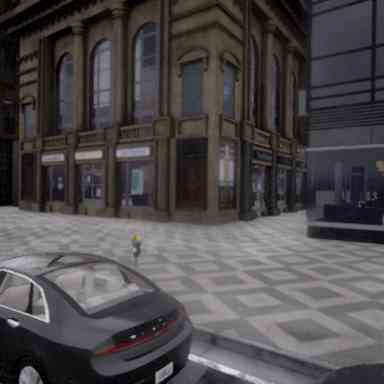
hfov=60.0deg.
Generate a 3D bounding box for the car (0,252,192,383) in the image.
[{"bbox_3d":[-2.056,1.506,4.503,4.403,1.369,2.008,1,1,35],"label":"car"}]

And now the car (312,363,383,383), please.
[{"bbox_3d":[2.567,1.566,1.257,4.403,1.369,2.008,1,1,35],"label":"car"}]
